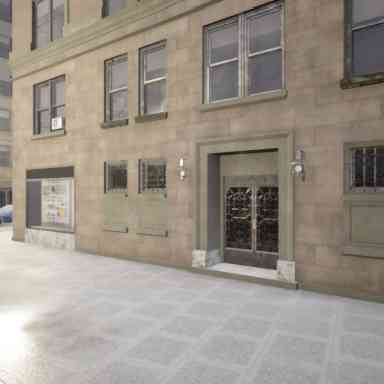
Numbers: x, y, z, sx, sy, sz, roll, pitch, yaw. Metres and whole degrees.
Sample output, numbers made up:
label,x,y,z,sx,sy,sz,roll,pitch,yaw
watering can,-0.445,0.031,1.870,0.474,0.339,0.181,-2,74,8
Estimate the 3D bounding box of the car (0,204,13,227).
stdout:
label,x,y,z,sx,sy,sz,roll,pitch,yaw
car,-11.905,1.511,23.049,2.033,1.411,5.357,0,0,39
